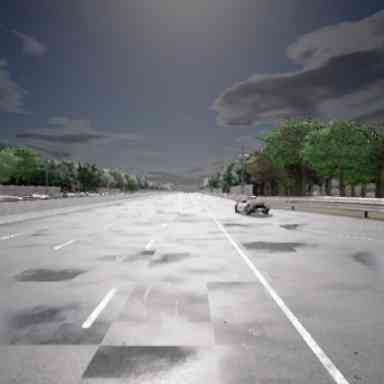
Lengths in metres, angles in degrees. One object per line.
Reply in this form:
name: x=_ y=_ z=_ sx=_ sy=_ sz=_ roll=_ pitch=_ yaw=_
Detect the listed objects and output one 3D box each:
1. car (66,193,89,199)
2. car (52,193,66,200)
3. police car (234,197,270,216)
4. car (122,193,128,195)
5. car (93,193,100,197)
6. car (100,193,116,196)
car: x=-24.459 y=1.140 z=71.102 sx=2.033 sy=1.411 sz=5.357 roll=0 pitch=0 yaw=0
car: x=-27.959 y=0.957 z=70.661 sx=2.097 sy=1.767 sz=4.553 roll=0 pitch=0 yaw=0
police car: x=5.377 y=1.299 z=30.782 sx=2.038 sy=1.542 sz=4.974 roll=-1 pitch=0 yaw=-10
car: x=-17.449 y=1.071 z=87.157 sx=1.994 sy=1.385 sz=4.181 roll=0 pitch=0 yaw=0
car: x=-24.449 y=1.044 z=86.935 sx=1.812 sy=1.442 sz=4.674 roll=0 pitch=0 yaw=0
car: x=-17.459 y=0.954 z=71.354 sx=2.097 sy=1.767 sz=4.553 roll=0 pitch=0 yaw=0
